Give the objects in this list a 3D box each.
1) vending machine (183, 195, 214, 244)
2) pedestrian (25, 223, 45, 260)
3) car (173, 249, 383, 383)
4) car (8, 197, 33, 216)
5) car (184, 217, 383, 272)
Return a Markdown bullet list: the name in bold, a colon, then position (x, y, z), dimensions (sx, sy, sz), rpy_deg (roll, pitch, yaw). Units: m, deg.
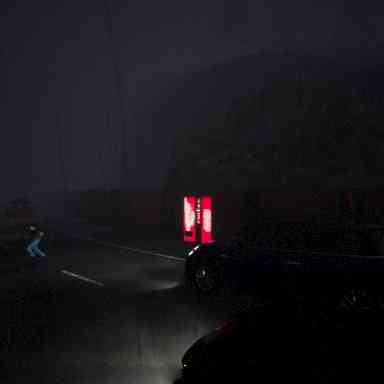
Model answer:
- **vending machine**: position (0.287, 1.195, 15.033), dimensions (1.100, 2.100, 0.880), rpy_deg (0, 0, -45)
- **pedestrian**: position (-5.106, 1.574, 10.856), dimensions (0.375, 1.300, 0.375), rpy_deg (0, 0, -44)
- **car**: position (2.431, 1.547, 2.308), dimensions (5.357, 1.411, 2.033), rpy_deg (0, 0, 35)
- **car**: position (-16.777, 1.351, 32.587), dimensions (2.097, 1.767, 4.553), rpy_deg (0, 0, -26)
- **car**: position (2.008, 1.352, 7.134), dimensions (4.553, 1.767, 2.097), rpy_deg (0, 0, 37)
